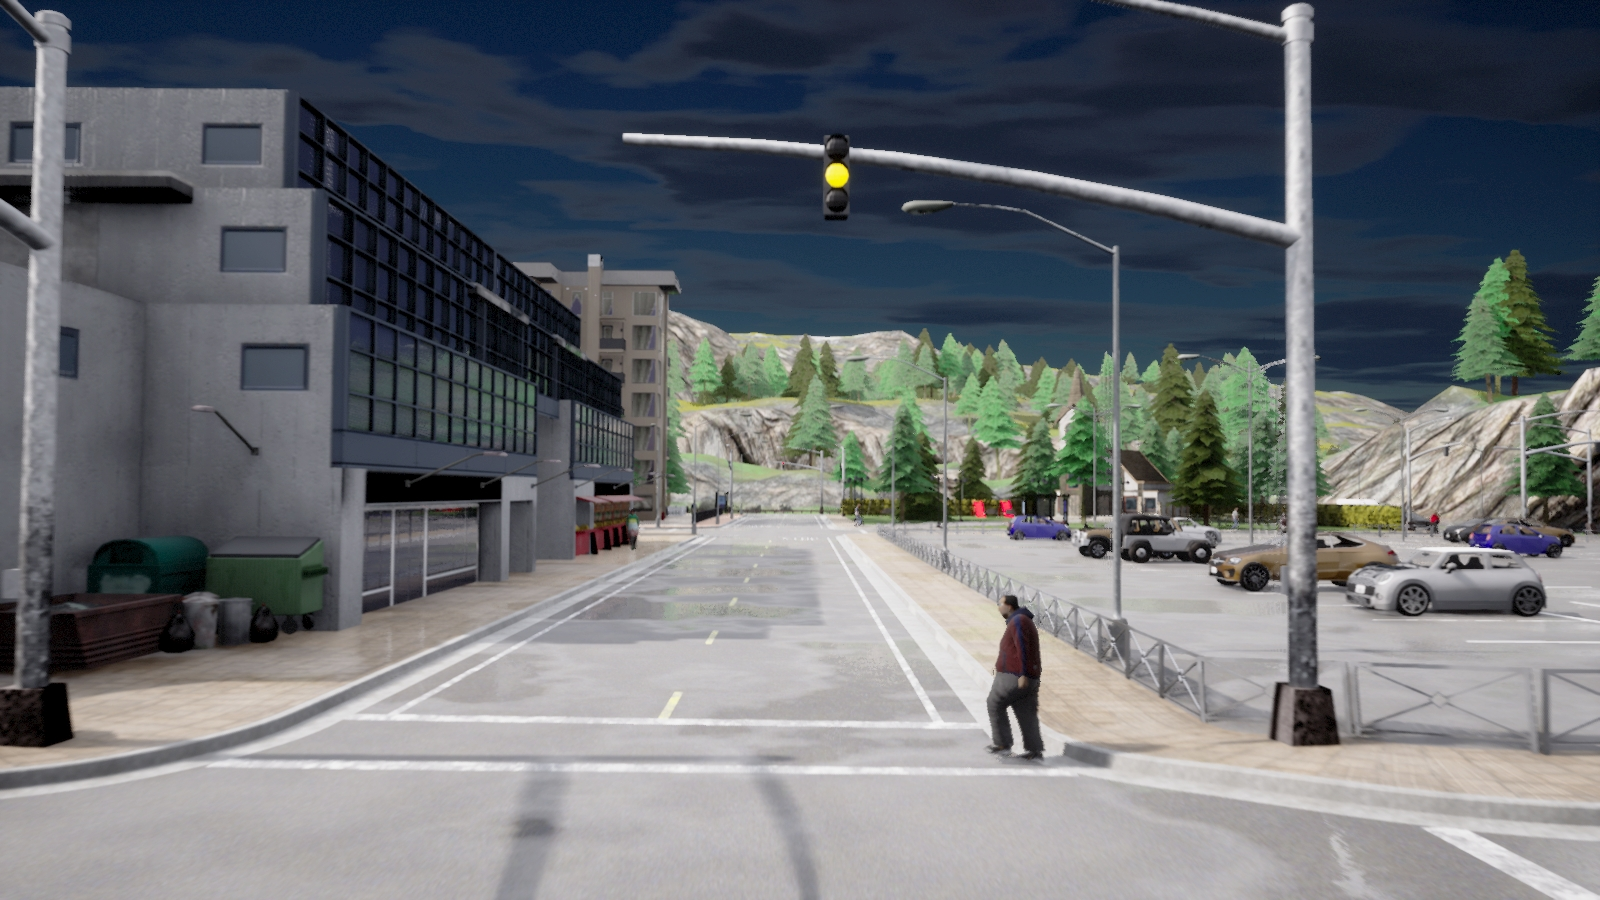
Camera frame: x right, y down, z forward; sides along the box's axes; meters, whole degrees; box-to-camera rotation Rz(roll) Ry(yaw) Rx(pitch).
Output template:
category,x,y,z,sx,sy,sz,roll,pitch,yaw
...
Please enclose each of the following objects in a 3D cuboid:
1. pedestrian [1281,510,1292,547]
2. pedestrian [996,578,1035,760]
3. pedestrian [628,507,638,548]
category,x,y,z,sx,sy,sz,roll,pitch,yaw
pedestrian,24.832,4.003,58.331,0.375,1.860,0.375,1,-2,-7
pedestrian,2.312,2.327,12.251,0.375,1.860,0.375,0,-2,16
pedestrian,-7.675,3.572,52.515,0.375,1.860,0.375,0,-2,-2
